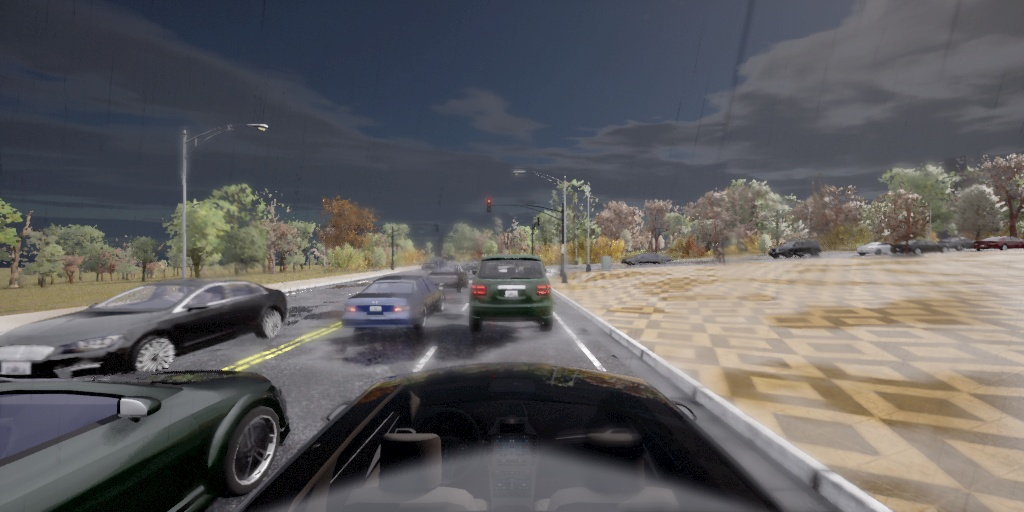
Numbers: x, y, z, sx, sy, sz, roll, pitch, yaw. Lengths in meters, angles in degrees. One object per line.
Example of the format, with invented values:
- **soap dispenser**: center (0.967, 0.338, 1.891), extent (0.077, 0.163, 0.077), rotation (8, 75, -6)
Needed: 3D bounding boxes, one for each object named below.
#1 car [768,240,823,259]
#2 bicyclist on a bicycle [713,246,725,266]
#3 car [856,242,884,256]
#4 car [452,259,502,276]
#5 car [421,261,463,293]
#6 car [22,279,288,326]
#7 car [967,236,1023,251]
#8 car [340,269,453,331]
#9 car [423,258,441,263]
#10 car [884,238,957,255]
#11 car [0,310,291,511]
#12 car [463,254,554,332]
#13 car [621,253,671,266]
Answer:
- **car**: center (33.311, -0.784, 42.179), extent (5.566, 2.045, 2.150), rotation (-2, 0, -5)
- **bicyclist on a bicycle**: center (17.399, 0.004, 30.152), extent (0.582, 1.620, 1.656), rotation (-2, 0, -3)
- **car**: center (40.574, -0.804, 39.458), extent (4.674, 1.442, 1.812), rotation (-3, 0, -6)
- **car**: center (-3.497, 1.130, 36.245), extent (4.892, 1.490, 1.837), rotation (-1, -2, -43)
- **car**: center (-3.624, 1.257, 20.796), extent (2.128, 1.511, 4.902), rotation (0, 0, 0)
- **car**: center (-6.664, 1.244, 7.250), extent (2.128, 1.511, 4.902), rotation (0, 0, -1)
- **car**: center (51.155, -1.315, 37.393), extent (5.008, 1.535, 1.882), rotation (-3, 0, -7)
- **car**: center (-3.311, 1.303, 11.049), extent (2.033, 1.411, 5.357), rotation (0, 0, -1)
- **car**: center (-12.545, 1.406, 54.777), extent (1.994, 1.385, 4.181), rotation (0, 0, -5)
- **car**: center (41.236, -0.878, 36.259), extent (5.008, 1.535, 1.882), rotation (-3, 0, -5)
- **car**: center (-3.173, 1.314, 1.827), extent (1.994, 1.385, 4.181), rotation (0, 0, 0)
- **car**: center (-0.063, 0.977, 11.047), extent (2.150, 2.045, 5.566), rotation (0, 0, -1)
- **car**: center (15.294, 0.358, 40.955), extent (5.357, 1.411, 2.033), rotation (-3, 0, -3)
